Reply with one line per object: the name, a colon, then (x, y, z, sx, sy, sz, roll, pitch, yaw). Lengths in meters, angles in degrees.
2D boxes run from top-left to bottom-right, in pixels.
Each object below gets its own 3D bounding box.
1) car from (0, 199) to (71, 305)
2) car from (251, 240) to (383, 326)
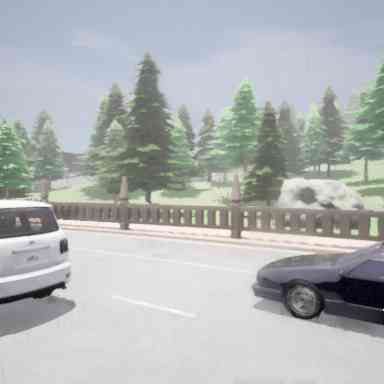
car: (-4.986, 1.174, 6.953, 5.566, 2.045, 2.150, 0, 0, 31)
car: (3.758, 1.521, 5.500, 5.357, 1.411, 2.033, 0, 0, 35)
